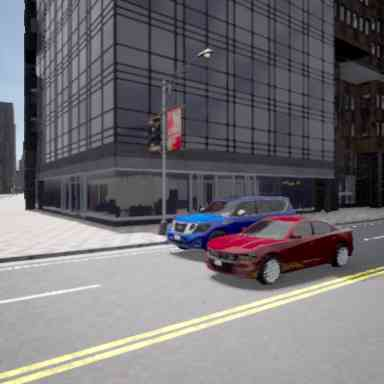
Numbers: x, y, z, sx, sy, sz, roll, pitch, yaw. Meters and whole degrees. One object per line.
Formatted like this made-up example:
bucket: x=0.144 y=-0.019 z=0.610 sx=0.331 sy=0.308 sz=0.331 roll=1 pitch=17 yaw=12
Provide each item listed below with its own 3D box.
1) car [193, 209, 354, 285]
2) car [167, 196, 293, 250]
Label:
car: x=2.668 y=1.450 z=9.598 sx=5.008 sy=1.535 sz=1.882 roll=0 pitch=0 yaw=-36
car: x=1.756 y=1.189 z=12.942 sx=5.566 sy=2.045 sz=2.150 roll=0 pitch=0 yaw=-35
